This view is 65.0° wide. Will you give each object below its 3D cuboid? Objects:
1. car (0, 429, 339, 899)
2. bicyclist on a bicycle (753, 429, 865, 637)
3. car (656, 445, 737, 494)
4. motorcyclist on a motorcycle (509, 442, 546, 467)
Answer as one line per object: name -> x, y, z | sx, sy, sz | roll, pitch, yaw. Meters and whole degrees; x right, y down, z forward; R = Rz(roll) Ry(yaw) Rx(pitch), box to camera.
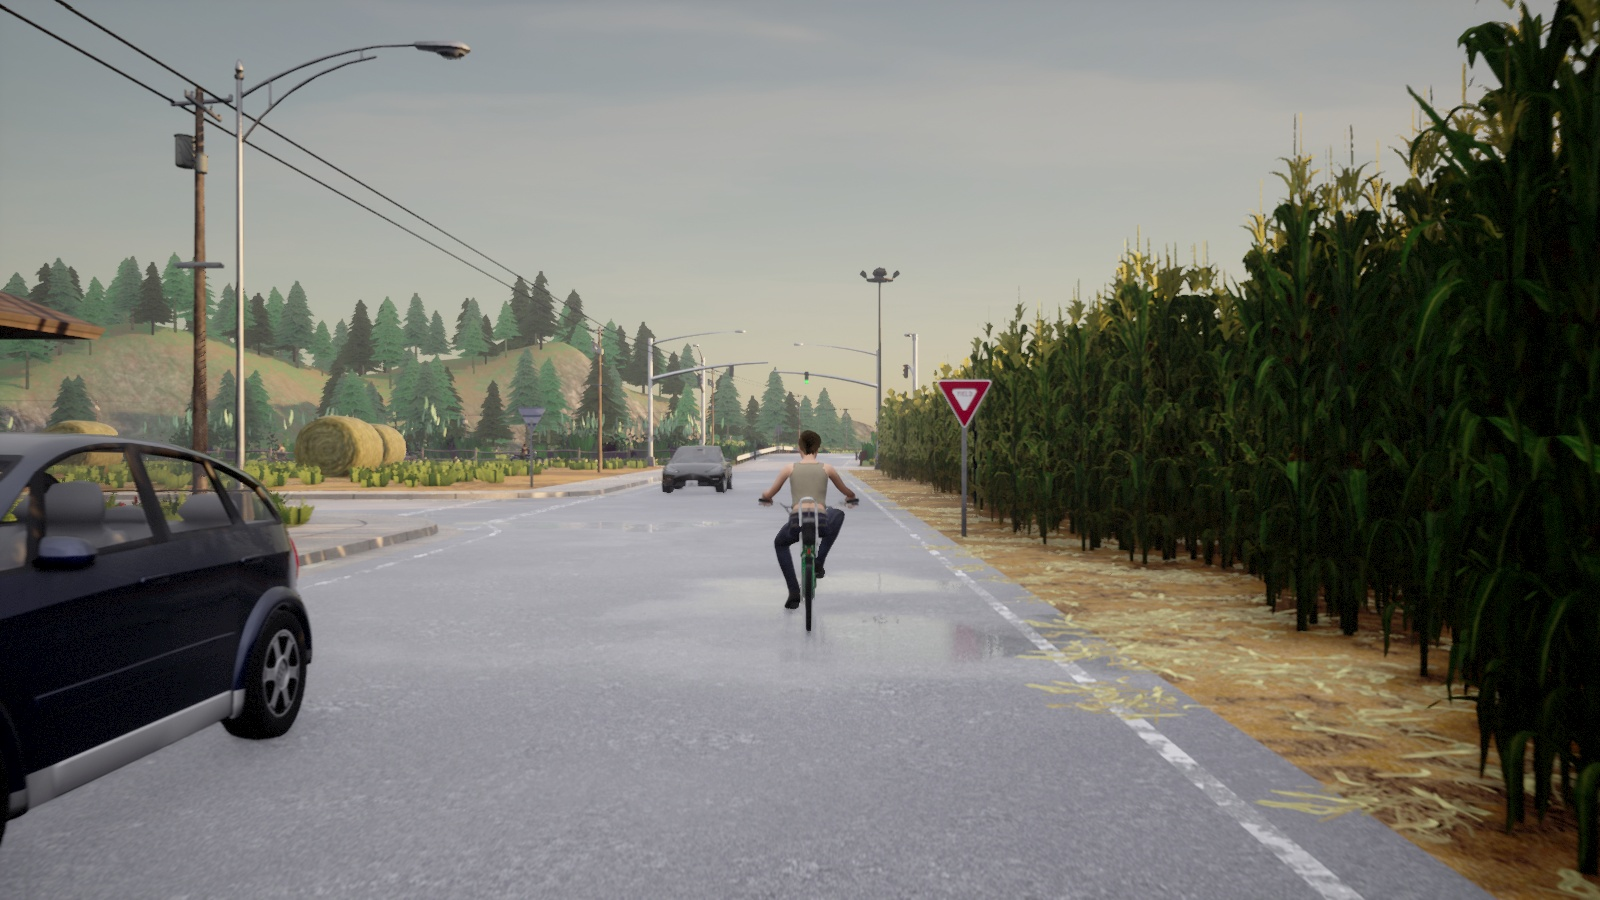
car -> -3.457, 0.703, 5.114 | 1.789, 1.549, 3.705 | 0, 0, 0
bicyclist on a bicycle -> 0.072, 0.642, 10.524 | 0.866, 1.612, 1.509 | 0, 0, 0
car -> -3.271, 0.586, 40.560 | 2.163, 1.488, 4.792 | 0, 0, 1
motorcyclist on a motorcycle -> -18.235, 0.320, 84.055 | 2.350, 1.649, 0.766 | 0, 0, 3
